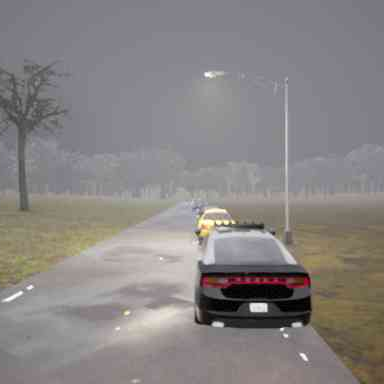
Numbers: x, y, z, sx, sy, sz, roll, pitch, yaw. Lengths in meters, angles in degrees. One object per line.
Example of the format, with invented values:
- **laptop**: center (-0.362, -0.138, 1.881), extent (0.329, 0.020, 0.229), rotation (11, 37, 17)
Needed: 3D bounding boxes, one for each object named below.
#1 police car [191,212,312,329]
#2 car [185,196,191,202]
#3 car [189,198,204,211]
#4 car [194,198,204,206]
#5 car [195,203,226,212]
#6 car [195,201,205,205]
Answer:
- **police car**: center (1.013, 1.476, 7.371), extent (1.930, 1.638, 5.238), rotation (0, 0, 1)
- **car**: center (-0.879, 1.931, 88.610), extent (1.837, 1.490, 4.892), rotation (0, -1, 1)
- **car**: center (1.006, 1.818, 45.113), extent (2.033, 1.411, 5.357), rotation (0, 0, 2)
- **car**: center (1.329, 1.860, 62.422), extent (1.812, 1.442, 4.674), rotation (0, 0, 1)
- **car**: center (1.222, 1.573, 17.449), extent (1.801, 1.575, 5.366), rotation (0, 0, 1)
- **car**: center (1.343, 1.632, 23.259), extent (1.882, 1.535, 5.008), rotation (0, 0, 1)
